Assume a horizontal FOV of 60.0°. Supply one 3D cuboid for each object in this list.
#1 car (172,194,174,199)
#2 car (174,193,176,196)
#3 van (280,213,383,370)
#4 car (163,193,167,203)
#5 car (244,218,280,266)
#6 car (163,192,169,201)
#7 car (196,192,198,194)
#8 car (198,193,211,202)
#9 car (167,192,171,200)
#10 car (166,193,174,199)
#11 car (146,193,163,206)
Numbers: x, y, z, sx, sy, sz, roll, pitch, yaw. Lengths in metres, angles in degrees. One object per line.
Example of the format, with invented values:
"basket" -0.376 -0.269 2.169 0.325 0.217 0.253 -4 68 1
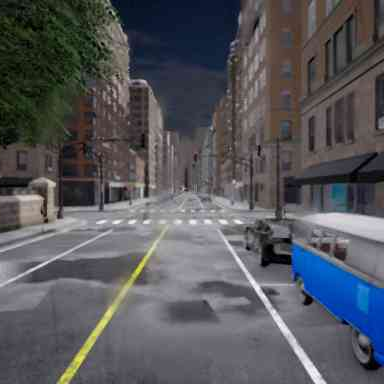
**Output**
"car" -5.739 1.144 76.284 2.008 1.369 4.403 0 0 0
"car" -5.745 0.884 81.734 2.192 1.841 5.009 0 0 0
"van" 2.851 1.312 5.390 1.690 1.788 3.998 0 0 0
"car" -5.719 1.251 54.481 2.008 1.369 4.403 0 0 0
"car" 2.846 1.507 11.051 1.947 1.339 4.313 0 0 0
"car" -5.724 1.217 59.932 1.887 1.381 4.507 0 0 0
"car" 2.770 1.043 92.839 1.752 1.417 4.829 0 0 0
"car" 2.795 1.083 65.426 1.967 1.590 4.097 0 0 0
"car" -5.729 1.190 65.383 1.887 1.381 4.507 0 0 0
"car" -5.750 1.071 87.016 1.752 1.417 4.829 0 0 0
"car" -5.714 1.256 48.861 1.752 1.417 4.829 0 0 0
